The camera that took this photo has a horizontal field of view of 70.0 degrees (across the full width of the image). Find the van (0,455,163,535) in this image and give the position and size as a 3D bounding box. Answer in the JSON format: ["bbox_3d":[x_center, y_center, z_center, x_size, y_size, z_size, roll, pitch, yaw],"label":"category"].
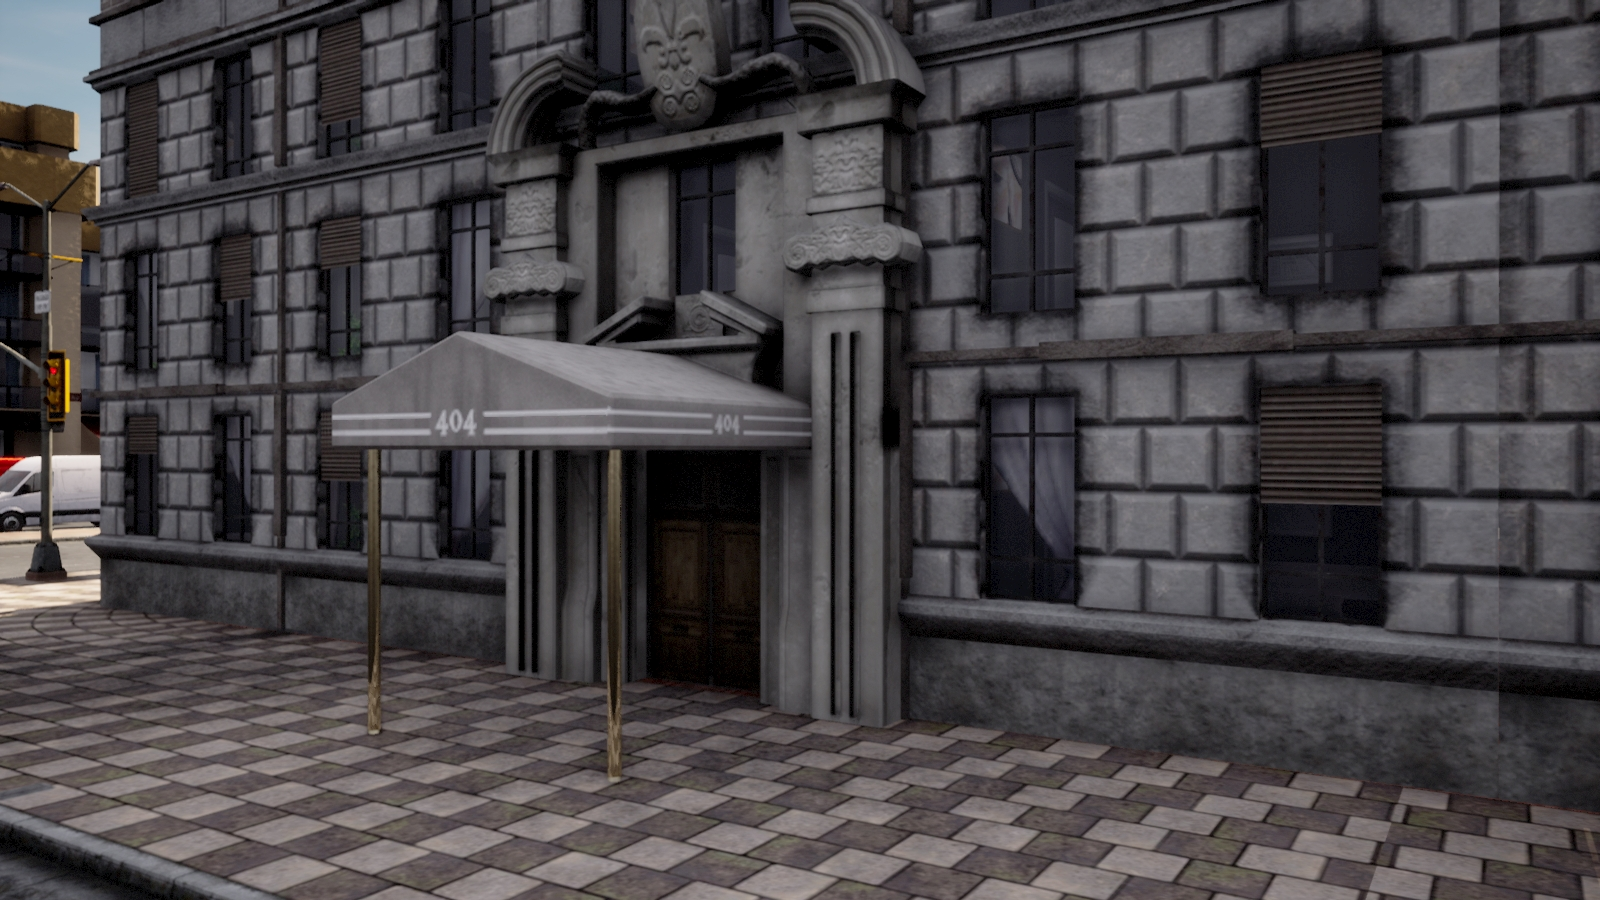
[{"bbox_3d":[-25.552,1.481,39.512,1.988,2.561,5.915,0,0,32],"label":"van"}]

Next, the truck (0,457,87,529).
[{"bbox_3d":[-28.892,1.511,40.779,2.627,2.467,5.204,0,0,31],"label":"truck"}]
